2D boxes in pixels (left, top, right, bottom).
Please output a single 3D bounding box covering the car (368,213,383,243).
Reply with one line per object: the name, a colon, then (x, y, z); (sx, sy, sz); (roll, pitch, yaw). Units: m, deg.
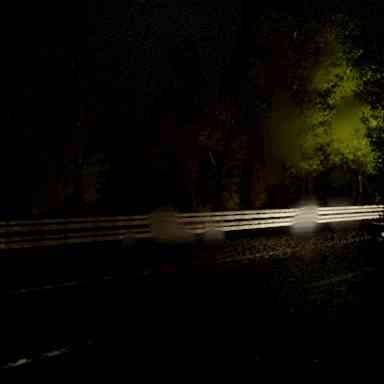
car: (10.054, 1.574, 15.361); (4.902, 1.511, 2.128); (1, 0, -36)
